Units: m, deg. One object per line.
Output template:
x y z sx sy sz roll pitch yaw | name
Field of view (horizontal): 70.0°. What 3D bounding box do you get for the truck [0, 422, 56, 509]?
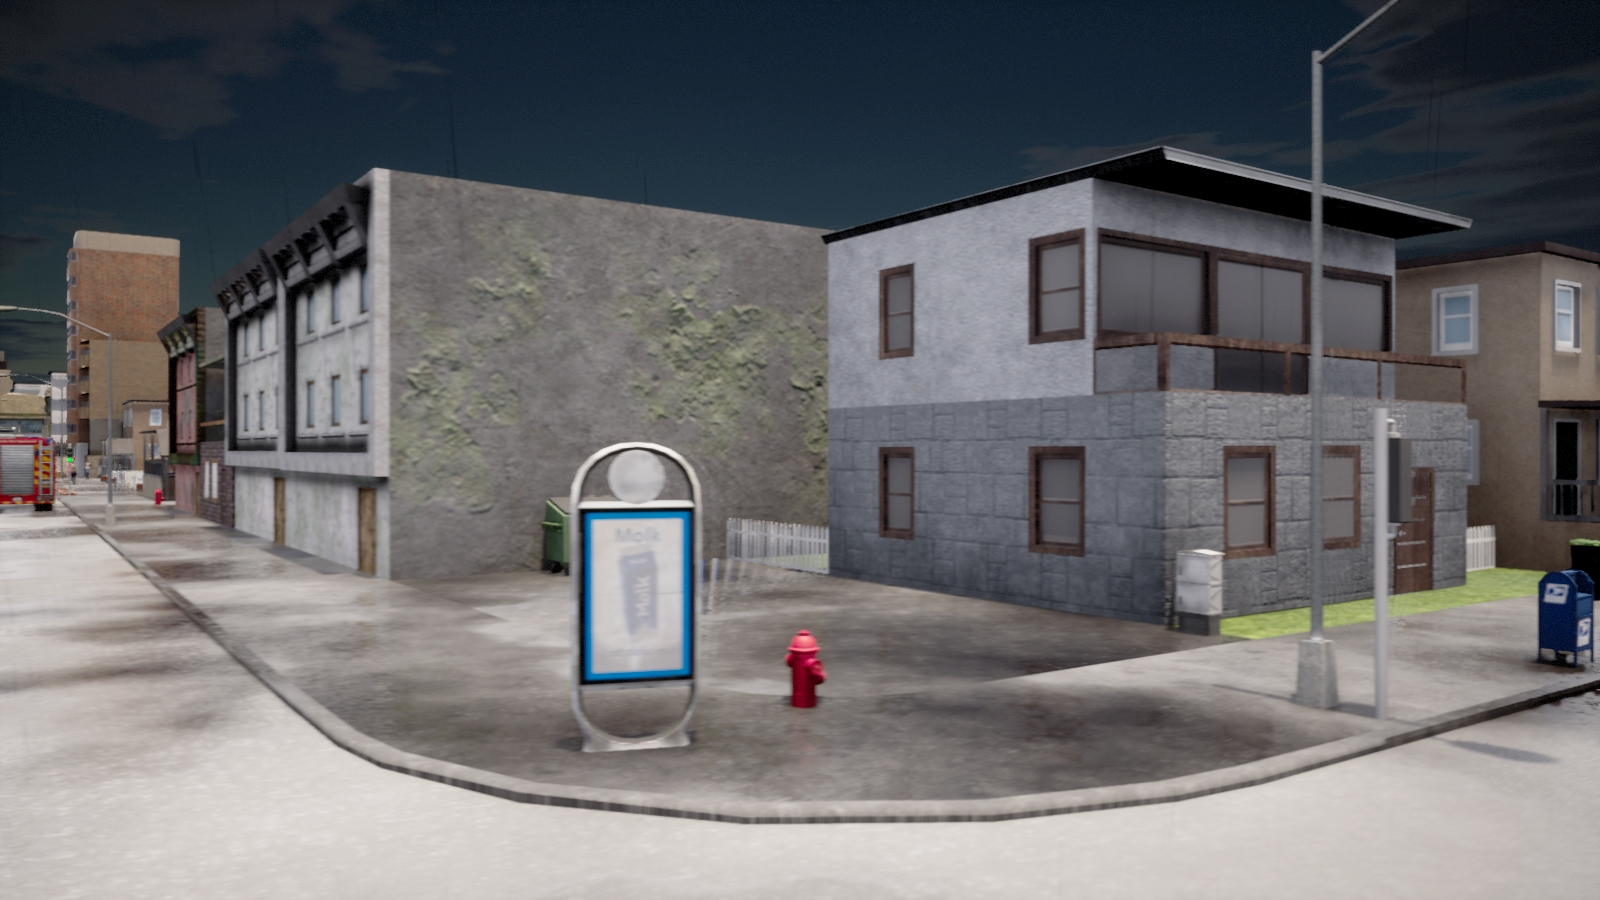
-37.077 0.670 54.085 2.891 3.827 8.468 0 0 -35 | truck
